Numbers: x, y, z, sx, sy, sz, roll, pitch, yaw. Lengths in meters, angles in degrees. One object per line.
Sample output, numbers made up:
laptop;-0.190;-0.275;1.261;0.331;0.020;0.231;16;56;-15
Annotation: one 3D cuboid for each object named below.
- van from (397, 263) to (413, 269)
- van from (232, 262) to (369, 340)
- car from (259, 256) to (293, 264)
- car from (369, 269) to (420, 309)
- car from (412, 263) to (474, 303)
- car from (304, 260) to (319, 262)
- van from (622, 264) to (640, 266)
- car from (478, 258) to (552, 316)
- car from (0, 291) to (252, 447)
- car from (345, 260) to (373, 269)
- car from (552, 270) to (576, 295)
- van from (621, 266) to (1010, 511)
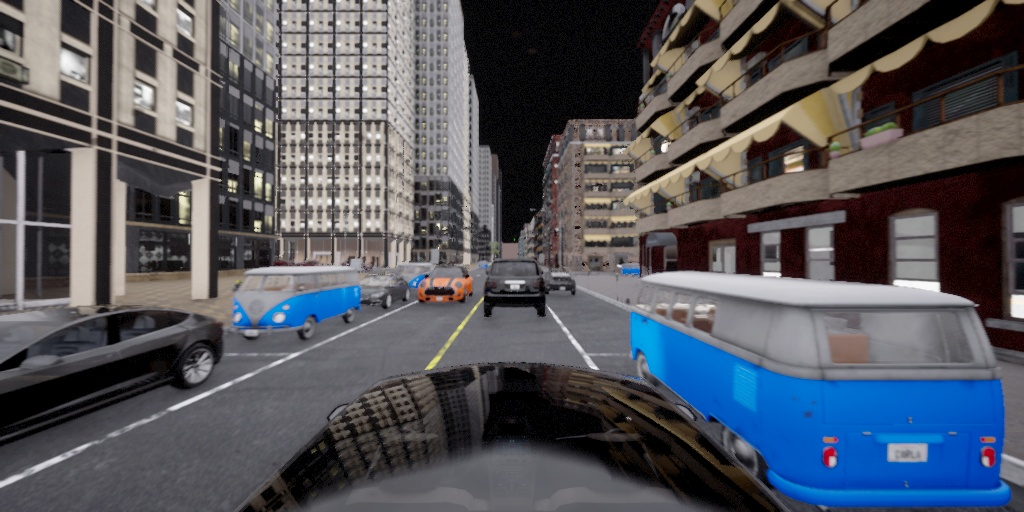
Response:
van;-5.688;1.290;21.227;1.690;1.789;3.998;0;0;0
van;-5.690;1.174;9.930;1.690;1.789;3.998;0;0;0
car;-32.289;0.966;48.923;5.009;1.841;2.192;0;0;0
car;-5.689;1.441;15.579;2.007;1.370;4.403;0;0;0
car;-3.098;1.263;17.532;2.097;1.767;4.553;0;-1;0
car;-26.715;1.341;48.933;4.207;1.307;1.802;0;0;0
van;16.918;1.943;48.881;3.998;1.789;1.690;0;0;0
car;0.098;1.098;14.103;2.150;2.045;5.566;0;0;0
car;-5.690;1.341;4.282;1.948;1.339;4.313;0;0;0
car;-21.141;1.306;48.944;4.097;1.591;1.967;0;0;0
car;2.693;1.500;21.225;2.007;1.370;4.403;0;0;0
van;2.691;1.117;4.281;1.690;1.789;3.998;0;0;0
